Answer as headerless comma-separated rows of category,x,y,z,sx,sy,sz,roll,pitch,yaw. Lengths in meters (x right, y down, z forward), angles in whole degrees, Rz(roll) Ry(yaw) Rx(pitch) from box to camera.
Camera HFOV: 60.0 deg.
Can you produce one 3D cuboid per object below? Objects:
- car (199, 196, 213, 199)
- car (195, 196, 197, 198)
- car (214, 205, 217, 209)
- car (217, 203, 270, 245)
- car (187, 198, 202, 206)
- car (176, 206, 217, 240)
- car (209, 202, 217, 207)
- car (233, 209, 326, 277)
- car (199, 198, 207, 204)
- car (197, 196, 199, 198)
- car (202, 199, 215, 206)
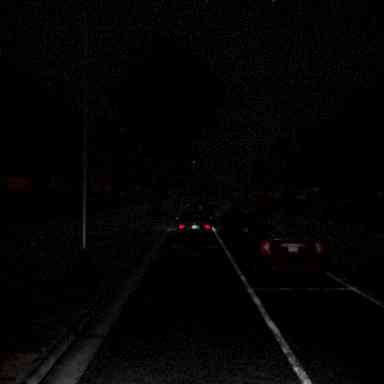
car,2.696,1.789,54.986,2.192,1.841,5.009,1,0,0
car,2.725,2.026,88.231,2.192,1.841,5.009,1,0,0
car,2.664,1.775,21.737,1.947,1.339,4.313,1,-1,0
car,2.662,1.474,16.199,2.192,1.841,5.009,1,-1,0
car,0.145,2.061,53.158,1.895,1.301,4.718,0,0,0
car,0.113,1.724,18.105,2.033,1.411,5.357,0,-1,0
car,2.669,1.784,27.449,1.752,1.417,4.829,1,0,0
car,2.655,1.548,10.657,1.967,1.590,4.097,1,-1,0
car,2.717,2.217,82.689,1.887,1.381,4.507,1,0,0
car,2.710,1.908,71.609,2.192,1.841,5.009,1,0,0
car,2.684,1.943,43.903,2.008,1.369,4.403,1,0,0
